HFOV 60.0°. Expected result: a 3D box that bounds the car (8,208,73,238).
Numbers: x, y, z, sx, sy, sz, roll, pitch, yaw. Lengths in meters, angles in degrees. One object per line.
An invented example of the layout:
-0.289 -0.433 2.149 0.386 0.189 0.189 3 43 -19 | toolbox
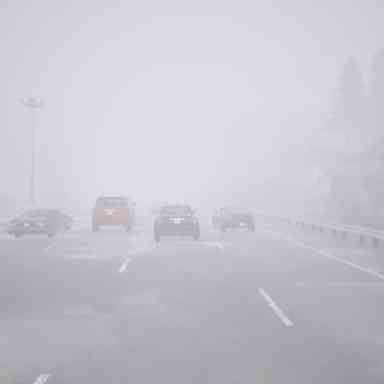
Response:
-7.921 1.566 17.896 2.033 1.411 5.357 0 0 -6 | car

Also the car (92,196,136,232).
-4.708 1.233 20.559 2.150 2.045 5.566 0 0 -6 | car

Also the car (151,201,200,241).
-0.849 1.355 16.983 2.097 1.767 4.553 0 0 -5 | car

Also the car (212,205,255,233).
2.399 1.522 19.793 1.812 1.442 4.674 0 0 -6 | car

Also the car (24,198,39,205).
-27.569 1.664 57.280 1.895 1.301 4.718 0 0 -19 | car
